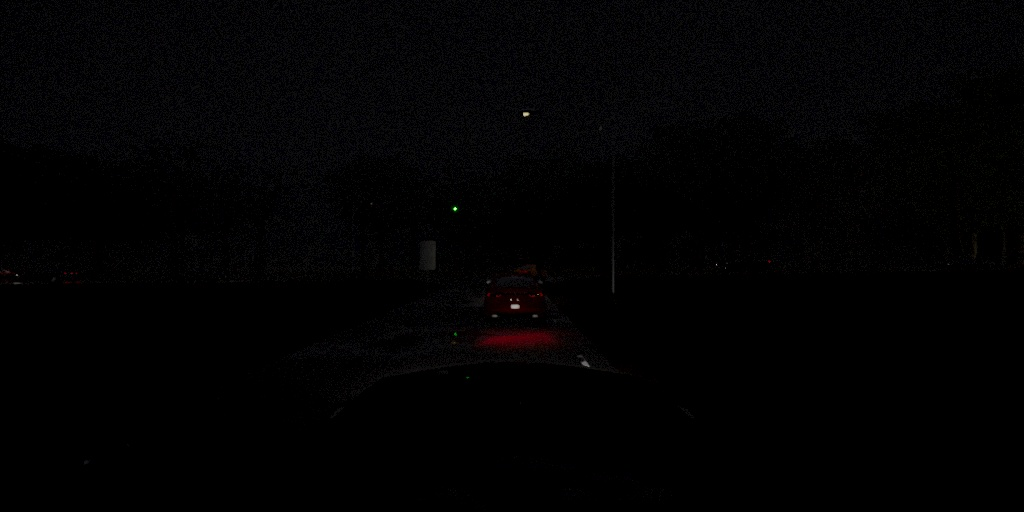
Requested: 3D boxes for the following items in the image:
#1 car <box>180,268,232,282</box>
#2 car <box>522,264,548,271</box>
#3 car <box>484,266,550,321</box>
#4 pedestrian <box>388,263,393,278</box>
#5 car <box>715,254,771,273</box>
[{"bbox_3d":[-31.488,1.949,36.951,4.181,1.385,1.994,-1,-3,0],"label":"car"},{"bbox_3d":[1.688,1.434,30.197,1.882,1.535,5.008,-2,0,21],"label":"car"},{"bbox_3d":[0.090,1.310,12.799,1.882,1.535,5.008,0,0,0],"label":"car"},{"bbox_3d":[-15.118,1.787,44.545,0.375,1.860,0.375,0,-2,0],"label":"pedestrian"},{"bbox_3d":[26.176,0.880,40.645,5.566,2.045,2.150,-1,-3,0],"label":"car"}]
